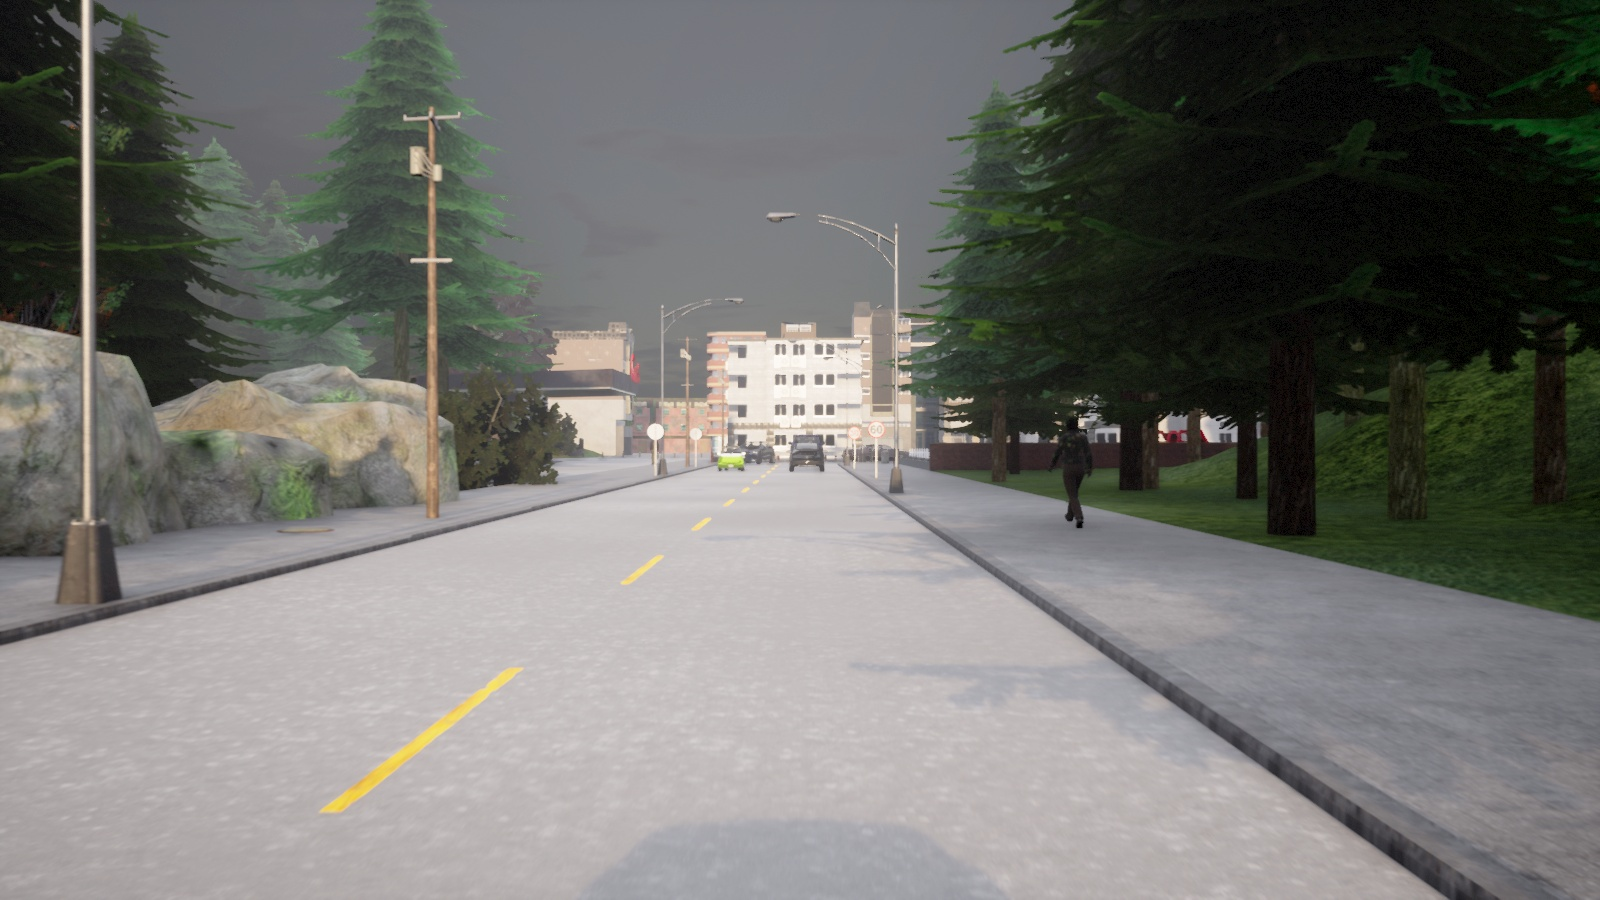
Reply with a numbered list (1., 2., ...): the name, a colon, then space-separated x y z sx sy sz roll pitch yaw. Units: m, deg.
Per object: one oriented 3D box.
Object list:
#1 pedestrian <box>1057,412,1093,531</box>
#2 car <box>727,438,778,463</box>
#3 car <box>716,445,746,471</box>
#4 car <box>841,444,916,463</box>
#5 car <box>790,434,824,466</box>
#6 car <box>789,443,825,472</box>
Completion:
1. pedestrian: 4.512 0.343 20.642 0.395 1.930 0.692 0 0 -4
2. car: -3.310 0.025 88.427 2.152 1.651 5.027 0 0 15
3. car: -3.635 0.422 66.588 1.481 1.376 2.207 0 0 0
4. car: 5.928 0.268 94.318 5.357 1.411 2.033 0 0 -27
5. car: 0.434 0.001 82.421 2.150 2.045 5.566 0 0 0
6. car: 0.368 0.372 67.319 1.837 1.490 4.892 0 0 0
